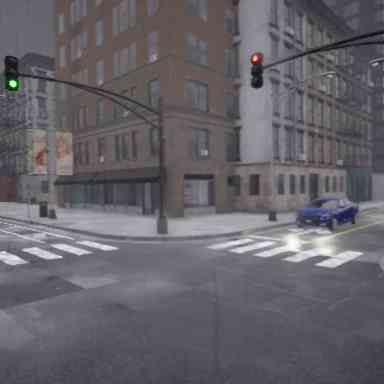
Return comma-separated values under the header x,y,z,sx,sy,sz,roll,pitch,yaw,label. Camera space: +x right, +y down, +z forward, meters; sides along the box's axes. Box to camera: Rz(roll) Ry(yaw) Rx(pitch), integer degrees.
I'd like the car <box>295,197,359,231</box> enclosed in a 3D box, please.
x,y,z,sx,sy,sz,roll,pitch,yaw,label
7.257,1.044,17.669,1.882,1.535,5.008,0,2,43,car
